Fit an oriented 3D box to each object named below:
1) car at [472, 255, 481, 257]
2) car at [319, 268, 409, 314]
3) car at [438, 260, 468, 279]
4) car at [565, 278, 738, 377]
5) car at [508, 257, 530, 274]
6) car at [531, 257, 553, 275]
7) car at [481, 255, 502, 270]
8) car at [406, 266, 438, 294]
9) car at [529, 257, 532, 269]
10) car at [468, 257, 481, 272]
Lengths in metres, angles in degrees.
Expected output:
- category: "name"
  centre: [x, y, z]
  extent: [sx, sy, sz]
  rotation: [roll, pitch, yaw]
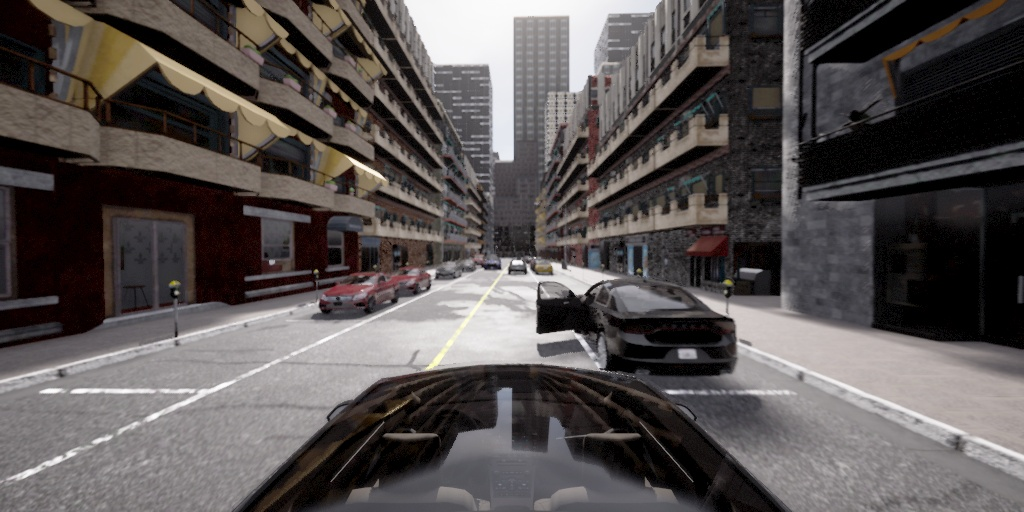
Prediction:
- category: "car"
  centre: [-4.985, 0.779, 52.744]
  extent: [2.192, 1.841, 5.009]
  rotation: [0, 0, 1]
- category: "car"
  centre: [-5.515, 1.278, 13.534]
  extent: [1.802, 1.307, 4.207]
  rotation: [0, 0, 1]
- category: "car"
  centre: [-5.288, 1.147, 30.338]
  extent: [2.007, 1.370, 4.403]
  rotation: [0, 0, 1]
- category: "car"
  centre: [2.454, 1.186, 7.422]
  extent: [1.882, 1.535, 5.008]
  rotation: [0, 0, 1]
- category: "car"
  centre: [0.584, 1.101, 37.448]
  extent: [1.994, 1.385, 4.181]
  rotation: [0, 0, 1]
- category: "car"
  centre: [3.170, 1.065, 35.967]
  extent: [1.751, 1.417, 4.829]
  rotation: [0, 0, 1]
- category: "car"
  centre: [-2.394, 0.846, 45.836]
  extent: [2.097, 1.767, 4.553]
  rotation: [0, 1, 1]
- category: "car"
  centre: [-5.439, 1.245, 19.135]
  extent: [1.802, 1.307, 4.207]
  rotation: [0, 0, 1]
- category: "car"
  centre: [3.243, 1.072, 41.399]
  extent: [1.948, 1.339, 4.313]
  rotation: [0, 0, 1]
- category: "car"
  centre: [-5.136, 1.081, 41.541]
  extent: [2.007, 1.370, 4.403]
  rotation: [0, 0, 1]
